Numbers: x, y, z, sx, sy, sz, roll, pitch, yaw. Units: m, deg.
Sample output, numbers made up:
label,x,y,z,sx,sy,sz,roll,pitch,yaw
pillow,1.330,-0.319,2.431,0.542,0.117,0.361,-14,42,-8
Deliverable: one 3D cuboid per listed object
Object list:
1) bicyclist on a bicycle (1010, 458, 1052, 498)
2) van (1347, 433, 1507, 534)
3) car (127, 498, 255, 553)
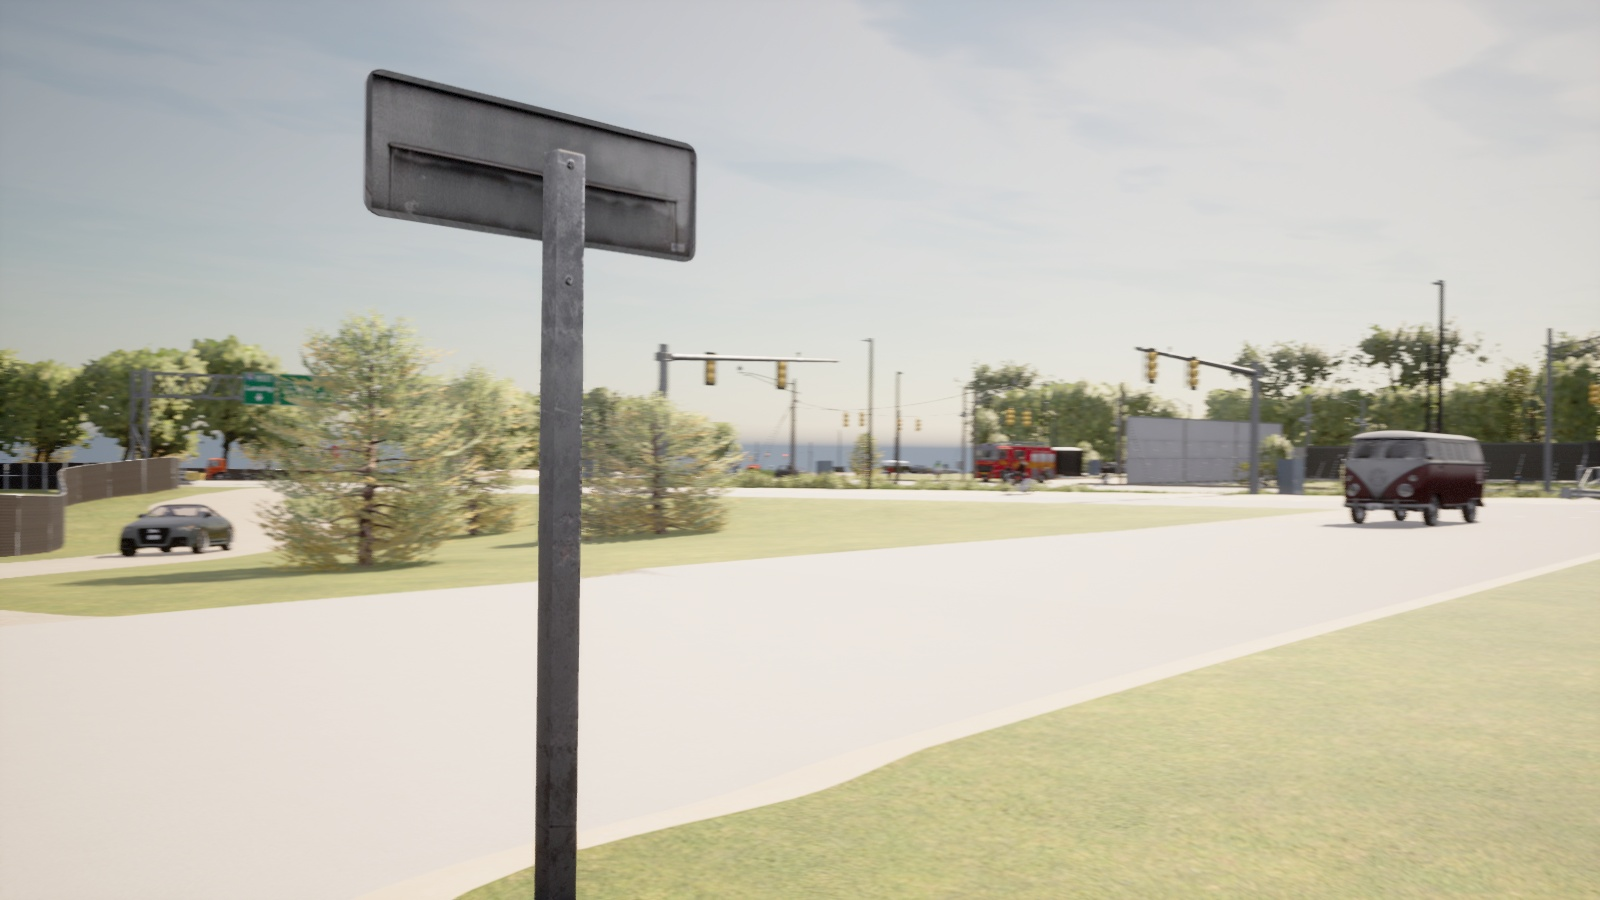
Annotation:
label,x,y,z,sx,sy,sz,roll,pitch,yaw
bicyclist on a bicycle,10.637,1.284,57.910,1.843,1.776,0.659,0,-1,45
van,13.590,0.715,27.099,1.775,1.987,4.442,0,-1,45
car,-16.746,2.048,34.753,1.994,1.385,4.181,-1,-2,-8
